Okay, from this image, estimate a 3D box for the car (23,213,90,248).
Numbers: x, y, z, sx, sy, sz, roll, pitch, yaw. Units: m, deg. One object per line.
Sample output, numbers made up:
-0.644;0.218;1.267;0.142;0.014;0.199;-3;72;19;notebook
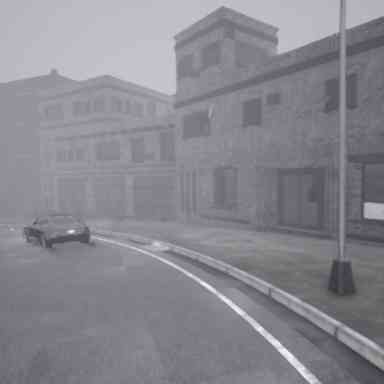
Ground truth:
-6.473;1.693;15.729;1.994;1.385;4.181;-3;1;-41;car
